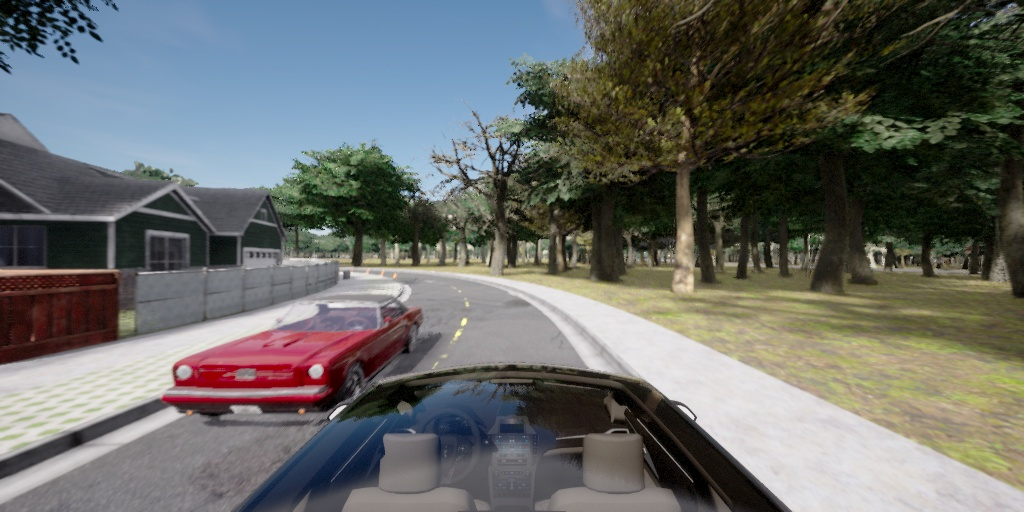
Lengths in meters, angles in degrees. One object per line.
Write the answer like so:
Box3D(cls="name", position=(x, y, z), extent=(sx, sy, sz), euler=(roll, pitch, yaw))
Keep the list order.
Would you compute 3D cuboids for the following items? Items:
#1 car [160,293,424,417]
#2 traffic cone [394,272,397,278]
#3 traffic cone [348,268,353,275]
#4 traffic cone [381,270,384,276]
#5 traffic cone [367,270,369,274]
Box3D(cls="car", position=(-2.932, 1.374, 6.105), extent=(1.895, 1.301, 4.718), euler=(0, 0, -1))
Box3D(cls="traffic cone", position=(-10.969, 1.807, 33.688), extent=(0.340, 0.580, 0.340), euler=(0, 0, -31))
Box3D(cls="traffic cone", position=(-19.927, 1.776, 44.769), extent=(0.340, 0.580, 0.340), euler=(0, 0, 43))
Box3D(cls="traffic cone", position=(-13.602, 1.803, 37.659), extent=(0.340, 0.580, 0.340), euler=(0, 0, -36))
Box3D(cls="traffic cone", position=(-16.597, 1.792, 41.364), extent=(0.340, 0.580, 0.340), euler=(0, 0, -42))
